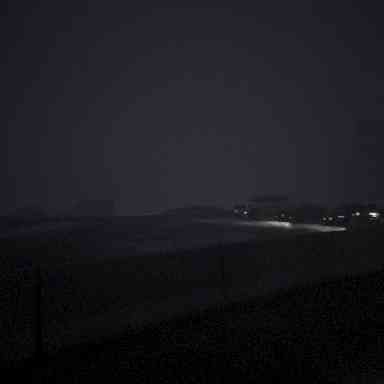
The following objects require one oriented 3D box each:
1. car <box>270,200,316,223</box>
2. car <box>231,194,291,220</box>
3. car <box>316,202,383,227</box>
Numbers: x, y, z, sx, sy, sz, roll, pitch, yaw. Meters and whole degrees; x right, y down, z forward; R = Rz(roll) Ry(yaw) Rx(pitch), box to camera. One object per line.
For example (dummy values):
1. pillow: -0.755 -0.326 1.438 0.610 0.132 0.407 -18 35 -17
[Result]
1. car: 8.368 1.525 25.067 4.181 1.385 1.994 0 0 -27
2. car: 5.967 1.176 27.802 5.566 2.045 2.150 0 0 -28
3. car: 11.089 1.471 22.554 4.892 1.490 1.837 0 0 -27
